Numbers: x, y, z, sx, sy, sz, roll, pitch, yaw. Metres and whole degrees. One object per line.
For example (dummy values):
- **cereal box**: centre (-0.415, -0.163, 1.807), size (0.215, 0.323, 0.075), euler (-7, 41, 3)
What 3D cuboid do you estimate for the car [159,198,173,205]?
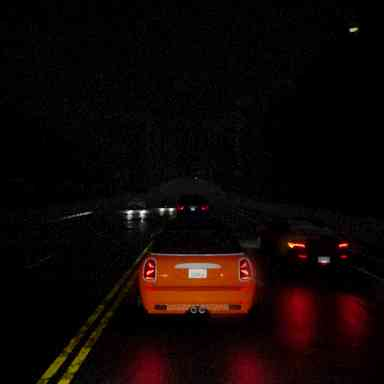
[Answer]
- **car**: centre (-3.396, 1.472, 45.849), size (2.033, 1.411, 5.357), euler (0, 0, 0)

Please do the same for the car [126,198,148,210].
- **car**: centre (-6.670, 1.462, 40.947), size (1.812, 1.442, 4.674), euler (0, 0, 0)

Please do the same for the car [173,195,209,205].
- **car**: centre (0.046, 1.194, 24.028), size (2.150, 2.045, 5.566), euler (0, 0, 0)

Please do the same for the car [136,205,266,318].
- **car**: centre (0.082, 1.346, 7.546), size (2.097, 1.767, 4.553), euler (0, 0, 0)

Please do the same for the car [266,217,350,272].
- **car**: centre (3.332, 1.517, 10.592), size (1.812, 1.442, 4.674), euler (0, 0, 1)
